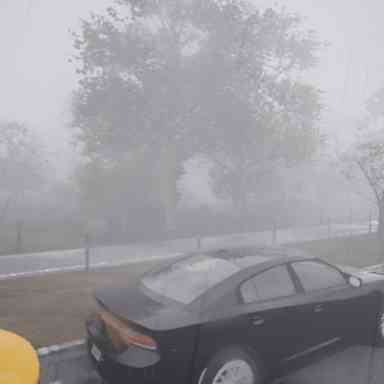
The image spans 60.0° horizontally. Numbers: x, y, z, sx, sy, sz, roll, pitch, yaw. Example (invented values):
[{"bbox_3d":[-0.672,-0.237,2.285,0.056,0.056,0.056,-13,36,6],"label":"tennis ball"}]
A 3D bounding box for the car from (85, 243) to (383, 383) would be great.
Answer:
[{"bbox_3d":[1.083,1.505,4.807,5.008,1.535,2.097,0,0,-33],"label":"car"}]

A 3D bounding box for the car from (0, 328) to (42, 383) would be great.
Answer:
[{"bbox_3d":[-3.452,1.487,1.611,5.008,1.535,2.097,0,0,-33],"label":"car"}]
